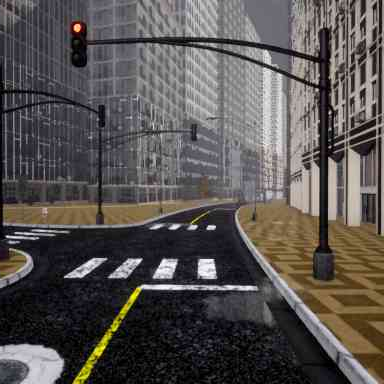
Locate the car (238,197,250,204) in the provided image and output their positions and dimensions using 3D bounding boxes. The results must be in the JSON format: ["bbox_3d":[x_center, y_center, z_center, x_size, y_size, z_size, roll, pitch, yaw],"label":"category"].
[{"bbox_3d":[10.840,1.733,69.047,1.882,1.535,5.008,0,0,19],"label":"car"}]

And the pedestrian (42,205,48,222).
[{"bbox_3d":[-9.298,1.345,21.024,0.500,1.100,0.500,0,0,17],"label":"pedestrian"}]
